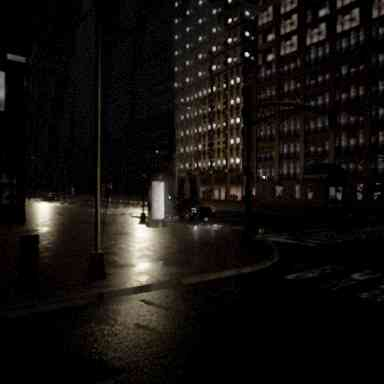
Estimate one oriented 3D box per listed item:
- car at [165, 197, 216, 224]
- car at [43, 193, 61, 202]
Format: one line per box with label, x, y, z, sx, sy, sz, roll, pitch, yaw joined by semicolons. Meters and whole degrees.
car;-0.361;1.180;23.691;2.097;1.767;4.553;1;0;-37
car;-22.565;0.877;53.551;2.128;1.511;4.902;1;0;-37
